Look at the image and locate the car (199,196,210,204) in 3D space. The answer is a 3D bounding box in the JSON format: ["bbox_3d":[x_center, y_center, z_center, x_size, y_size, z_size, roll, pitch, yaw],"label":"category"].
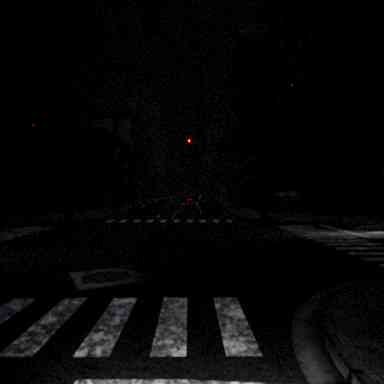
[{"bbox_3d":[2.289,1.629,47.376,1.802,1.307,4.206,0,0,0],"label":"car"}]

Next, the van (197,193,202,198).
[{"bbox_3d":[2.288,1.409,58.397,1.690,1.788,3.998,0,0,0],"label":"van"}]

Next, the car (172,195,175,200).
[{"bbox_3d":[-5.738,1.673,80.439,2.008,1.369,4.403,0,0,0],"label":"car"}]

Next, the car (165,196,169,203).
[{"bbox_3d":[-5.736,1.619,58.396,2.008,1.369,4.403,0,0,0],"label":"car"}]

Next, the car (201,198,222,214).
[{"bbox_3d":[2.290,1.596,36.353,1.947,1.339,4.313,0,0,0],"label":"car"}]

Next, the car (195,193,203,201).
[{"bbox_3d":[1.919,1.377,90.352,2.150,2.045,5.566,0,0,0],"label":"car"}]

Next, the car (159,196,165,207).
[{"bbox_3d":[-5.736,1.639,52.885,1.802,1.307,4.206,0,0,0],"label":"car"}]

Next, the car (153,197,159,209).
[{"bbox_3d":[-5.735,1.479,41.864,1.967,1.590,4.097,0,0,0],"label":"car"}]

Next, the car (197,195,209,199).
[{"bbox_3d":[2.289,1.623,52.886,1.947,1.339,4.313,0,0,0],"label":"car"}]

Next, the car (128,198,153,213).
[{"bbox_3d":[-5.735,1.471,36.353,1.967,1.590,4.097,0,0,0],"label":"car"}]

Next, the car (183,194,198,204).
[{"bbox_3d":[-0.349,1.584,63.499,1.837,1.490,4.892,0,0,0],"label":"car"}]

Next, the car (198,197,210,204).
[{"bbox_3d":[2.288,1.631,63.907,2.008,1.369,4.403,0,0,0],"label":"car"}]

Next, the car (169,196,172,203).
[{"bbox_3d":[-5.737,1.534,69.418,1.967,1.590,4.097,0,0,0],"label":"car"}]
